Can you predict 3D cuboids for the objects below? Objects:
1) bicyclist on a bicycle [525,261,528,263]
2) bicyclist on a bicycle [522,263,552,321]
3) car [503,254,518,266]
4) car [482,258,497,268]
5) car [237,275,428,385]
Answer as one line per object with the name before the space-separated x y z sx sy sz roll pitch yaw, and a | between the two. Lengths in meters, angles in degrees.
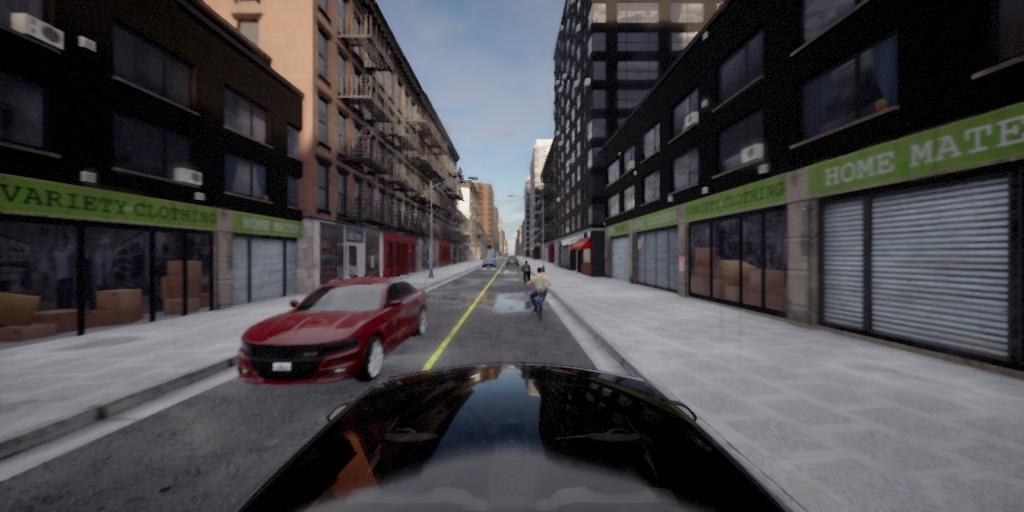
bicyclist on a bicycle | 0.819 1.090 20.179 0.582 1.620 1.656 0 0 0
bicyclist on a bicycle | 0.845 1.132 11.167 0.866 1.612 1.509 0 0 0
car | 0.075 0.812 56.697 2.128 1.511 4.902 0 1 0
car | -3.091 0.934 49.629 2.033 1.411 5.357 0 1 0
car | -3.089 1.197 7.299 1.882 1.535 5.008 0 0 0
